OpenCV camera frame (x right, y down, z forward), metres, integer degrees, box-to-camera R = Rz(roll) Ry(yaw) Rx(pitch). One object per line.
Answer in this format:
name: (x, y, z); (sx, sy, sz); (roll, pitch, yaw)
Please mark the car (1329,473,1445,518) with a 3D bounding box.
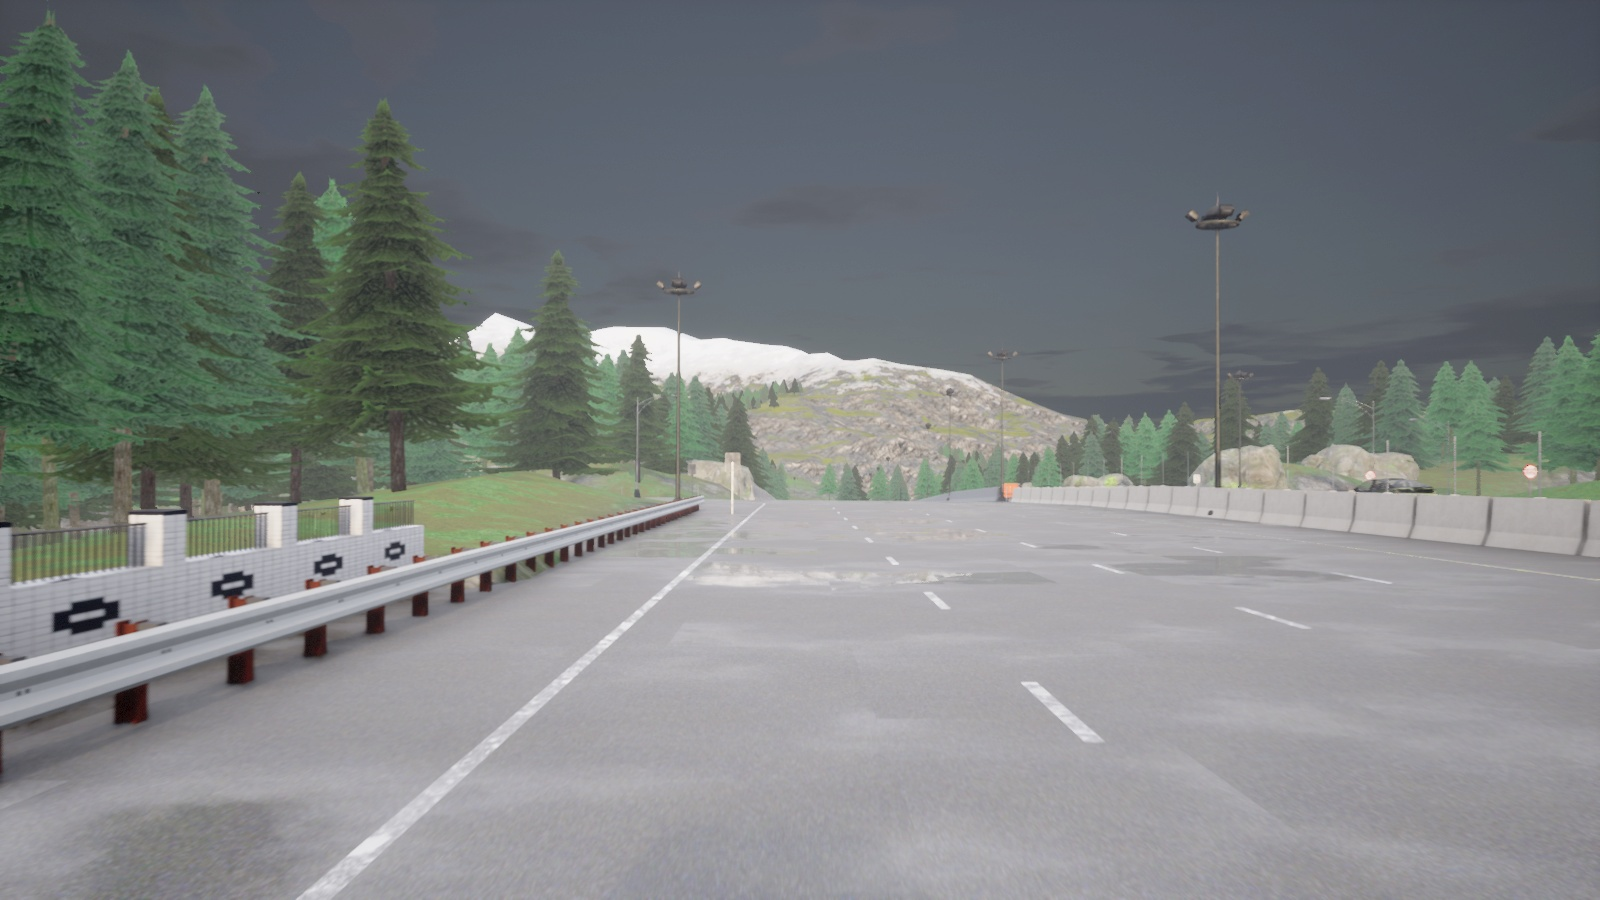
car: (20.891, 1.589, 44.932); (2.007, 1.525, 4.514); (0, -1, 0)
